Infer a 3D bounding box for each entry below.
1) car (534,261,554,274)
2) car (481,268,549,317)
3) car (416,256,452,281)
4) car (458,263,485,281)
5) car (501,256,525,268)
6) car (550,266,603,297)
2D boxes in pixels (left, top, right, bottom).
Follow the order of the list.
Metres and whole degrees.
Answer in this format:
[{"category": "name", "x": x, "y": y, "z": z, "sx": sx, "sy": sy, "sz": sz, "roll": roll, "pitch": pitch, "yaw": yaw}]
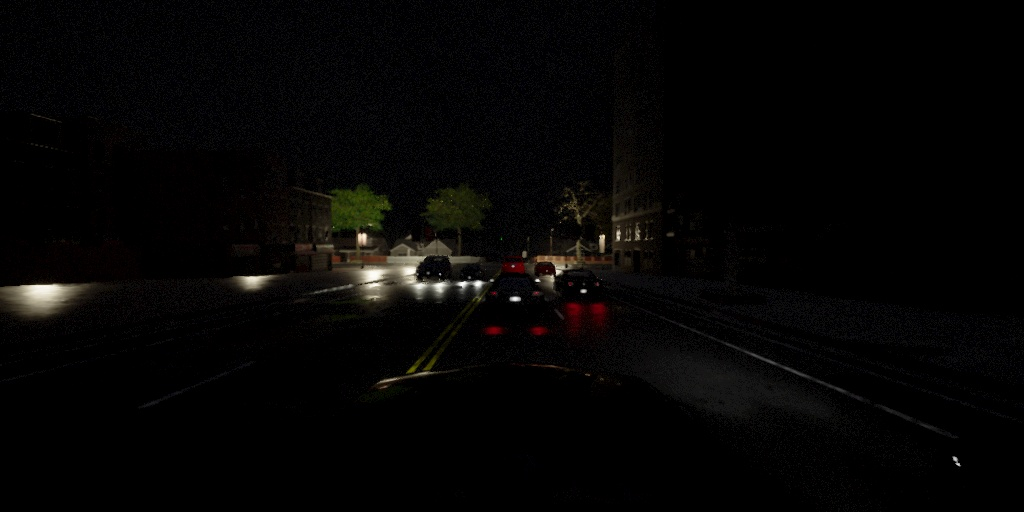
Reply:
[{"category": "car", "x": 3.355, "y": 1.290, "z": 36.883, "sx": 1.882, "sy": 1.535, "sz": 5.008, "roll": 0, "pitch": 0, "yaw": 0}, {"category": "car", "x": 0.099, "y": 1.316, "z": 13.235, "sx": 1.994, "sy": 1.385, "sz": 4.181, "roll": 0, "pitch": 0, "yaw": 0}, {"category": "car", "x": -6.594, "y": 1.012, "z": 30.990, "sx": 2.150, "sy": 2.045, "sz": 5.566, "roll": 0, "pitch": 0, "yaw": 0}, {"category": "car", "x": -3.345, "y": 1.337, "z": 30.902, "sx": 2.033, "sy": 1.411, "sz": 5.357, "roll": 0, "pitch": 0, "yaw": 0}, {"category": "car", "x": 0.103, "y": 1.026, "z": 34.955, "sx": 2.150, "sy": 2.045, "sz": 5.566, "roll": 0, "pitch": 0, "yaw": 0}, {"category": "car", "x": 3.350, "y": 1.361, "z": 18.988, "sx": 1.895, "sy": 1.301, "sz": 4.718, "roll": 0, "pitch": 0, "yaw": 0}]
